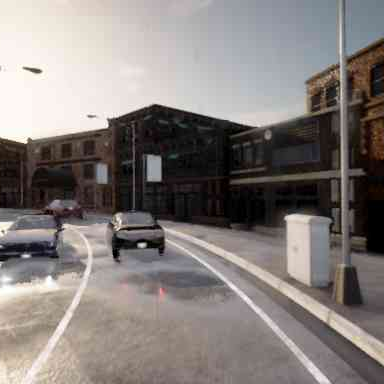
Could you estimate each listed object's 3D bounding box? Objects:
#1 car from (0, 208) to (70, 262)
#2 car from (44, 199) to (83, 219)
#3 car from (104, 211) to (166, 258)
[{"bbox_3d":[-5.886,1.563,12.623,2.033,1.411,5.357,0,0,-19],"label":"car"},{"bbox_3d":[-11.134,1.382,28.505,2.097,1.767,4.553,0,0,-40],"label":"car"},{"bbox_3d":[-2.322,1.506,13.037,2.128,1.511,4.902,0,0,-17],"label":"car"}]
